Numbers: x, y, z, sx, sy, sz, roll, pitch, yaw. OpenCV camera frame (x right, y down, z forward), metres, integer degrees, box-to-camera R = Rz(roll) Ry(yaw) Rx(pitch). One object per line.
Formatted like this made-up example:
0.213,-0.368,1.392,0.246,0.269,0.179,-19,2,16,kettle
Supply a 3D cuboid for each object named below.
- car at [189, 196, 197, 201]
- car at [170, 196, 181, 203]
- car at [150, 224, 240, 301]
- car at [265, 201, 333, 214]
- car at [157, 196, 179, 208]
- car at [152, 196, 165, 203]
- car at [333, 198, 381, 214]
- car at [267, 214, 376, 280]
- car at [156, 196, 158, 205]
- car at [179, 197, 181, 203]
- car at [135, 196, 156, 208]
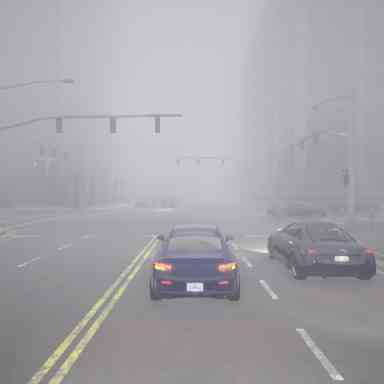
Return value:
0.155,1.553,82.288,1.994,1.385,4.181,0,0,0,car
-3.370,1.564,69.208,1.994,1.385,4.181,0,0,0,car
0.075,1.526,8.213,1.812,1.442,4.674,0,0,1,car
8.444,1.447,27.219,4.902,1.511,2.128,-1,0,0,car
-3.502,1.492,49.614,2.128,1.511,4.902,0,0,0,car
-6.875,1.547,68.588,2.033,1.411,5.357,0,0,0,car
16.770,1.422,34.460,5.008,1.535,1.882,0,0,0,car
3.590,1.564,9.950,1.994,1.385,4.181,0,0,0,car
-6.972,1.505,58.140,1.837,1.490,4.892,0,0,0,car
-3.464,1.478,59.205,1.882,1.535,5.008,0,0,0,car
-7.007,1.547,48.407,2.033,1.411,5.357,0,0,0,car
